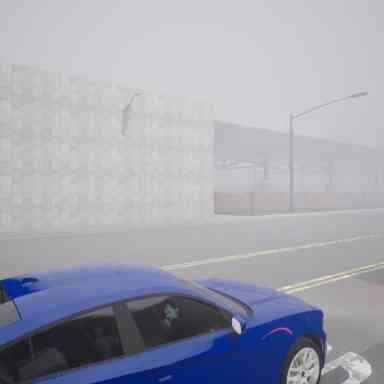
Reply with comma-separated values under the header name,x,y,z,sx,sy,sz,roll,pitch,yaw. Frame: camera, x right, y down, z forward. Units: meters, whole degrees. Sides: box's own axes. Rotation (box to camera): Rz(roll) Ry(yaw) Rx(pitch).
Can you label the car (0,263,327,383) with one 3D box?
name,x,y,z,sx,sy,sz,roll,pitch,yaw
car,-0.683,1.478,3.262,5.008,1.535,1.882,0,0,-36
